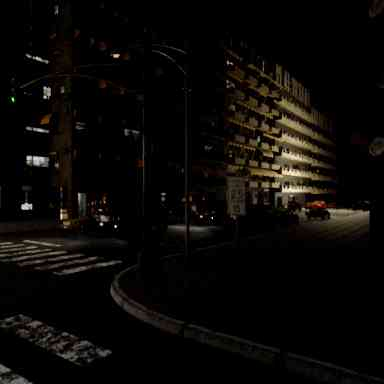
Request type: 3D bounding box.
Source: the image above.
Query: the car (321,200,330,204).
[{"bbox_3d":[26.262,2.640,68.569,2.192,1.841,5.009,-1,-2,35],"label":"car"}]

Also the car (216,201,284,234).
[{"bbox_3d":[3.971,1.711,22.043,2.192,1.841,5.009,-1,-2,35],"label":"car"}]

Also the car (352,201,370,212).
[{"bbox_3d":[29.900,2.522,59.197,2.192,1.841,5.009,-1,-2,35],"label":"car"}]

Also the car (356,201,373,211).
[{"bbox_3d":[33.141,2.621,63.842,2.192,1.841,5.009,-1,-2,35],"label":"car"}]

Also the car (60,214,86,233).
[{"bbox_3d":[-6.247,1.834,21.980,1.752,1.417,4.829,-1,-2,35],"label":"car"}]

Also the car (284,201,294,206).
[{"bbox_3d":[13.200,2.446,49.846,1.752,1.417,4.829,-1,-2,35],"label":"car"}]

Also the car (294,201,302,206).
[{"bbox_3d":[16.538,2.340,54.636,2.192,1.841,5.009,-1,-2,35],"label":"car"}]

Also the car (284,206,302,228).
[{"bbox_3d":[7.213,2.043,26.681,1.887,1.381,4.507,-1,-2,35],"label":"car"}]

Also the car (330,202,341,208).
[{"bbox_3d":[32.746,3.066,77.852,1.887,1.381,4.507,-1,-2,35],"label":"car"}]

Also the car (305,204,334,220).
[{"bbox_3d":[13.696,2.284,35.969,1.802,1.307,4.206,-1,-2,35],"label":"car"}]

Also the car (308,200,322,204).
[{"bbox_3d":[23.022,2.770,63.919,1.887,1.381,4.507,-1,-2,35],"label":"car"}]

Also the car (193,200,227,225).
[{"bbox_3d":[2.327,1.728,29.720,2.150,2.045,5.566,0,-1,34],"label":"car"}]

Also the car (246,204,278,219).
[{"bbox_3d":[8.054,2.191,37.902,1.837,1.490,4.892,0,-1,35],"label":"car"}]

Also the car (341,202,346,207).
[{"bbox_3d":[39.230,3.281,87.142,1.947,1.339,4.313,-1,-2,35],"label":"car"}]

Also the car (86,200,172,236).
[{"bbox_3d":[-3.582,1.540,21.252,2.150,2.045,5.566,0,-1,35],"label":"car"}]
